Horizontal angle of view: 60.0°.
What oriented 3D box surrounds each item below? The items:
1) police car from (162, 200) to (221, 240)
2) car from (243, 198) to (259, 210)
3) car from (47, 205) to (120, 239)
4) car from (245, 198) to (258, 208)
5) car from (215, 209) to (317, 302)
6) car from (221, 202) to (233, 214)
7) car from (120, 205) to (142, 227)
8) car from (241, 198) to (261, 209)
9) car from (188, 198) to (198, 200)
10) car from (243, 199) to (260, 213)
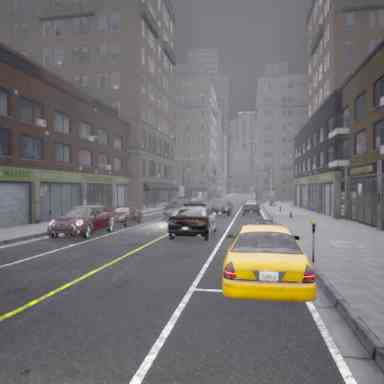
[{"bbox_3d":[0.167,1.418,17.219,1.930,1.638,5.238,0,0,10],"label":"police car"},{"bbox_3d":[7.673,1.540,43.158,1.947,1.339,4.313,-1,0,10],"label":"car"},{"bbox_3d":[-5.612,1.433,17.146,1.967,1.590,4.097,-1,0,10],"label":"car"},{"bbox_3d":[8.648,1.550,48.658,1.802,1.307,4.206,-1,0,10],"label":"car"},{"bbox_3d":[1.800,1.454,8.380,1.801,1.575,5.366,0,0,10],"label":"car"},{"bbox_3d":[2.929,1.585,32.267,1.895,1.301,4.718,0,0,10],"label":"car"},{"bbox_3d":[-4.637,1.572,22.647,1.802,1.307,4.206,-1,0,10],"label":"car"},{"bbox_3d":[5.722,1.535,32.158,2.008,1.369,4.403,-1,0,10],"label":"car"},{"bbox_3d":[-1.131,1.478,27.656,2.128,1.511,4.902,0,0,10],"label":"car"},{"bbox_3d":[6.727,1.504,37.825,1.752,1.417,4.829,-1,0,10],"label":"car"}]
